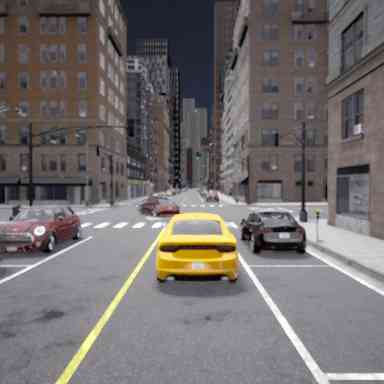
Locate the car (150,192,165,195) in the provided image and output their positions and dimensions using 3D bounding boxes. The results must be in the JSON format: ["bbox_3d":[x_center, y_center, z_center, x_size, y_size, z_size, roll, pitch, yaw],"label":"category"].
[{"bbox_3d":[-5.525,0.806,49.537,1.802,1.307,4.206,0,1,0],"label":"car"}]

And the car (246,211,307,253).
[{"bbox_3d":[2.883,1.362,12.420,1.947,1.339,4.313,0,1,0],"label":"car"}]

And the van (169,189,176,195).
[{"bbox_3d":[-5.352,-0.012,92.798,1.690,1.788,3.998,0,1,0],"label":"van"}]

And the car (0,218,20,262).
[{"bbox_3d":[-5.654,1.466,6.938,1.802,1.307,4.206,0,1,0],"label":"car"}]

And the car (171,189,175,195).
[{"bbox_3d":[-5.417,0.375,76.406,1.752,1.417,4.829,0,1,0],"label":"car"}]

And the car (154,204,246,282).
[{"bbox_3d":[0.126,1.323,9.330,1.882,1.535,5.008,0,1,0],"label":"car"}]

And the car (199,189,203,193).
[{"bbox_3d":[3.086,0.360,71.137,1.967,1.590,4.097,0,1,0],"label":"car"}]

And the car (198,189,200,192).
[{"bbox_3d":[3.130,0.220,81.954,1.967,1.590,4.097,0,1,0],"label":"car"}]

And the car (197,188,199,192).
[{"bbox_3d":[3.151,0.028,87.361,2.192,1.841,5.009,0,1,0],"label":"car"}]

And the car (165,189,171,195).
[{"bbox_3d":[-5.481,0.618,60.353,2.008,1.369,4.403,0,1,0],"label":"car"}]

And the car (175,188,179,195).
[{"bbox_3d":[-5.374,0.027,87.390,2.192,1.841,5.009,0,1,0],"label":"car"}]

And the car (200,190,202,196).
[{"bbox_3d":[3.044,0.619,60.321,2.008,1.369,4.403,0,1,0],"label":"car"}]

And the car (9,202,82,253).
[{"bbox_3d":[-5.642,1.235,12.437,1.967,1.590,4.097,0,1,0],"label":"car"}]

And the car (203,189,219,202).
[{"bbox_3d":[2.999,0.665,49.503,1.967,1.590,4.097,0,1,0],"label":"car"}]

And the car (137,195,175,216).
[{"bbox_3d":[-2.707,1.155,26.112,1.994,1.385,4.181,0,0,-32],"label":"car"}]
